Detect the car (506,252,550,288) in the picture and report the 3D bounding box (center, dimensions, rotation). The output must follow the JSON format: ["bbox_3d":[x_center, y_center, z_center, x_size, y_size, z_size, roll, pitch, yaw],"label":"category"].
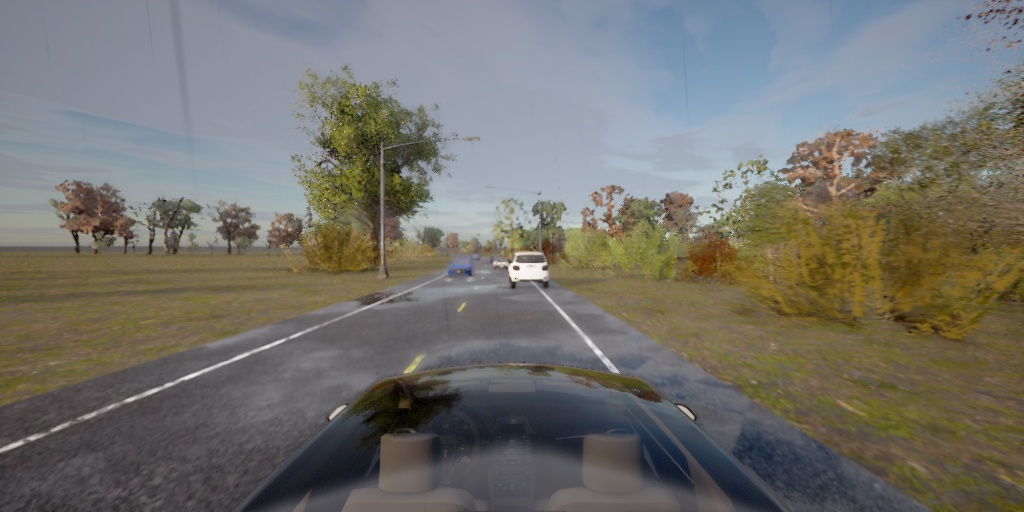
[{"bbox_3d":[0.927,0.763,21.621,2.150,2.045,5.566,0,1,-2],"label":"car"}]

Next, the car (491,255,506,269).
[{"bbox_3d":[-1.315,0.884,43.507,1.895,1.301,4.718,0,1,-4],"label":"car"}]

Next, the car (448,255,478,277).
[{"bbox_3d":[-4.236,0.932,30.407,1.882,1.535,5.008,0,1,-2],"label":"car"}]
